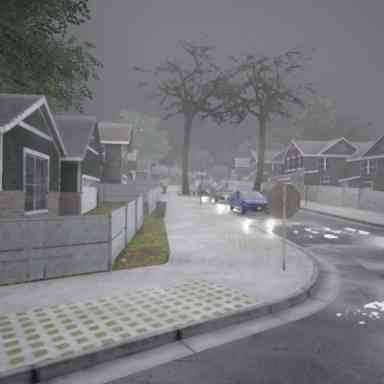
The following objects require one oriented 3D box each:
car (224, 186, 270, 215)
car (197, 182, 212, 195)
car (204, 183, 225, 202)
[{"bbox_3d":[3.891,0.614,22.996,1.882,1.535,5.008,1,3,-6],"label":"car"},{"bbox_3d":[1.771,-0.322,42.551,2.128,1.511,4.902,1,3,-6],"label":"car"},{"bbox_3d":[2.851,0.165,32.522,2.128,1.511,4.902,1,3,-6],"label":"car"}]
